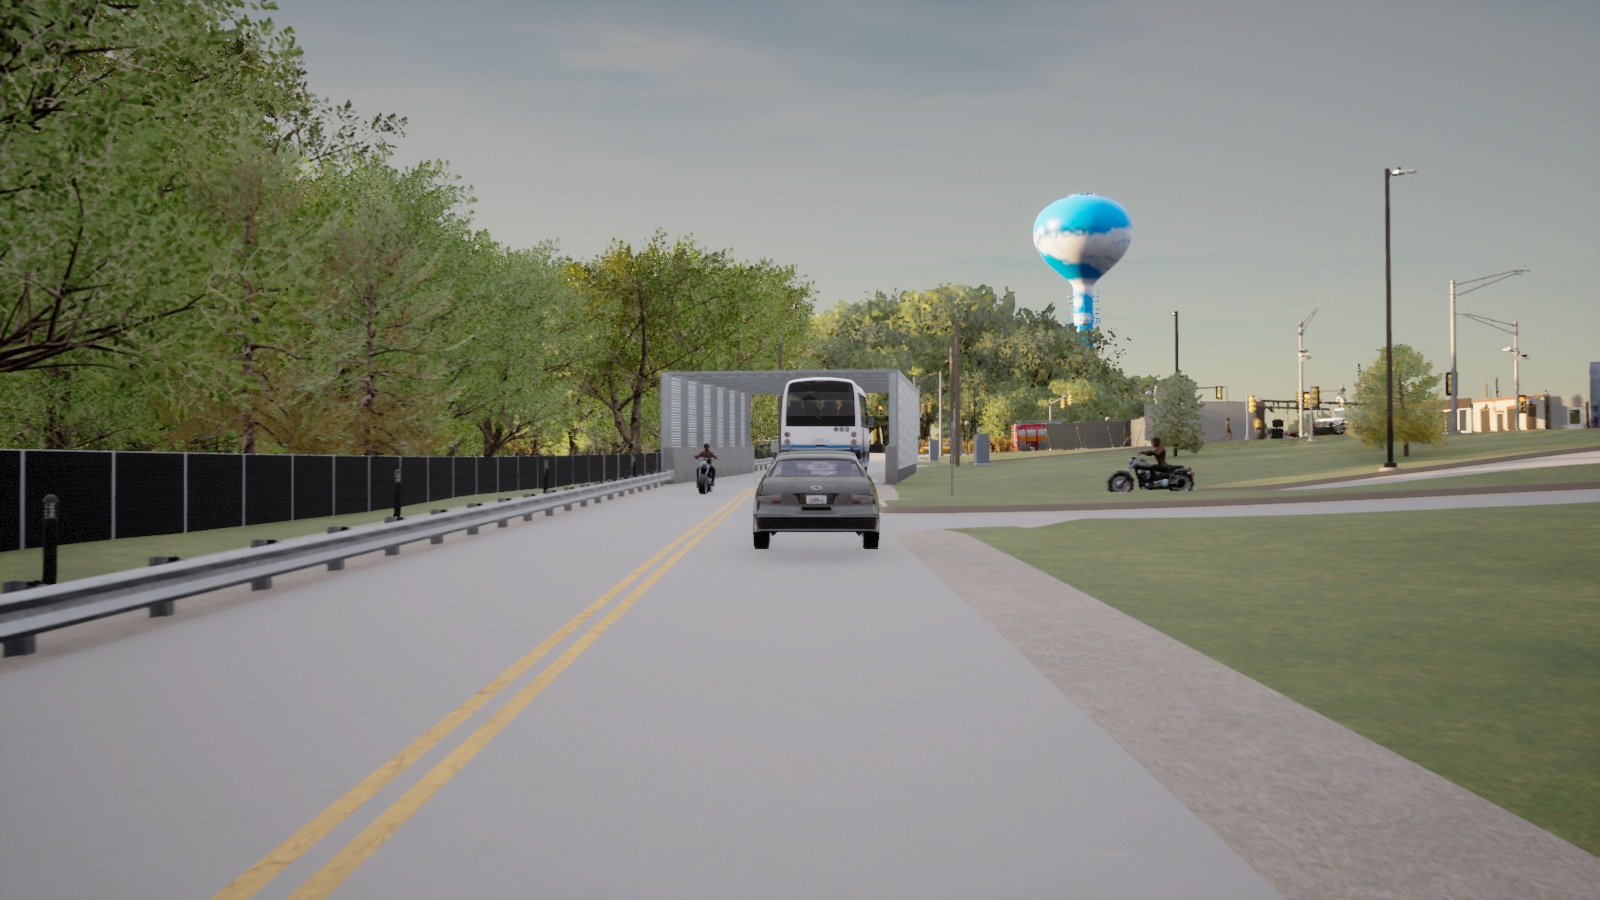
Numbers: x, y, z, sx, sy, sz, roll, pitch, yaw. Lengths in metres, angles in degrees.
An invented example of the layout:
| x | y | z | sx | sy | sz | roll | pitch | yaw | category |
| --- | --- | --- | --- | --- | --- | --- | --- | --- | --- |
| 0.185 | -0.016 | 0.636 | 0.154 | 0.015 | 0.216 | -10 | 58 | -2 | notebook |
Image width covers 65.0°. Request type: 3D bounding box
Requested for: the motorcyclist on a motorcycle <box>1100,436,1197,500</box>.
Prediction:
| x | y | z | sx | sy | sz | roll | pitch | yaw | category |
| --- | --- | --- | --- | --- | --- | --- | --- | --- | --- |
| 9.368 | 0.485 | 33.810 | 2.350 | 1.649 | 0.766 | -1 | -1 | 0 | motorcyclist on a motorcycle |

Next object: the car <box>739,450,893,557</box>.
| x | y | z | sx | sy | sz | roll | pitch | yaw | category |
| --- | --- | --- | --- | --- | --- | --- | --- | --- | --- |
| 0.245 | 0.708 | 19.274 | 2.033 | 1.411 | 5.357 | 0 | 0 | 1 | car |

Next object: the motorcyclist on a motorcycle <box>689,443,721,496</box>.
| x | y | z | sx | sy | sz | roll | pitch | yaw | category |
| --- | --- | --- | --- | --- | --- | --- | --- | --- | --- |
| -3.000 | 0.590 | 39.748 | 0.766 | 1.649 | 2.350 | 0 | 0 | 2 | motorcyclist on a motorcycle |

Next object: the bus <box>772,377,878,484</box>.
| x | y | z | sx | sy | sz | roll | pitch | yaw | category |
| --- | --- | --- | --- | --- | --- | --- | --- | --- | --- |
| 1.324 | -0.812 | 55.541 | 3.944 | 4.253 | 10.273 | 0 | 0 | 5 | bus |
